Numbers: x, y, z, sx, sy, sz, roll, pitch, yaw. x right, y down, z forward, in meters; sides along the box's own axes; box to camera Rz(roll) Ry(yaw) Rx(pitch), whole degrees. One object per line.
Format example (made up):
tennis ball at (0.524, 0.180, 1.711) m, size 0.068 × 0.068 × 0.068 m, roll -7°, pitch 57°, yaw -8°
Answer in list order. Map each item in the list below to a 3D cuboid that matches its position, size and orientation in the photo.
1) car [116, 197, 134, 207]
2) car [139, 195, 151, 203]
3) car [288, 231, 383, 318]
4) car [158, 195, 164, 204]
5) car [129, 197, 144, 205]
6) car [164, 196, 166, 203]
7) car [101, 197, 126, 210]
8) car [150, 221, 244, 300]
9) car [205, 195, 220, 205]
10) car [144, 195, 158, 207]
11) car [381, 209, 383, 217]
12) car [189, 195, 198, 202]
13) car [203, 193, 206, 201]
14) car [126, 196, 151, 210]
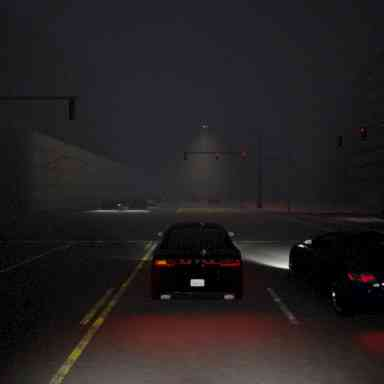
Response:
car at (-10.355, 1.526, 51.990) m, size 1.812 × 1.442 × 4.674 m, roll 0°, pitch 0°, yaw 0°
car at (-10.185, 1.475, 72.305) m, size 1.882 × 1.535 × 5.008 m, roll 0°, pitch 0°, yaw 0°
car at (3.606, 1.564, 7.462) m, size 1.994 × 1.385 × 4.181 m, roll 0°, pitch 0°, yaw 0°
car at (-6.798, 1.506, 61.432) m, size 1.837 × 1.490 × 4.892 m, roll 0°, pitch 0°, yaw 1°
car at (-10.292, 1.564, 61.890) m, size 1.994 × 1.385 × 4.181 m, roll 0°, pitch 0°, yaw 1°
car at (-6.687, 1.500, 71.873) m, size 1.837 × 1.490 × 4.892 m, roll 0°, pitch 0°, yaw 0°
car at (-10.405, 1.564, 43.237) m, size 1.994 × 1.385 × 4.181 m, roll 0°, pitch 0°, yaw 0°
car at (0.106, 1.478, 8.443) m, size 1.882 × 1.535 × 5.008 m, roll 0°, pitch 0°, yaw 0°
car at (3.859, 1.525, 59.997) m, size 1.812 × 1.442 × 4.674 m, roll 0°, pitch 0°, yaw 0°
car at (-6.853, 1.526, 52.034) m, size 1.812 × 1.442 × 4.674 m, roll 0°, pitch 0°, yaw 0°
car at (18.046, 1.352, 27.121) m, size 4.553 × 1.767 × 2.097 m, roll 0°, pitch 0°, yaw 0°
car at (0.319, 1.515, 73.040) m, size 1.812 × 1.442 × 4.674 m, roll 0°, pitch 0°, yaw 0°
car at (3.866, 1.524, 83.858) m, size 1.812 × 1.442 × 4.674 m, roll 0°, pitch 0°, yaw 0°
car at (-6.904, 1.564, 43.277) m, size 1.994 × 1.385 × 4.181 m, roll 0°, pitch 0°, yaw 0°
